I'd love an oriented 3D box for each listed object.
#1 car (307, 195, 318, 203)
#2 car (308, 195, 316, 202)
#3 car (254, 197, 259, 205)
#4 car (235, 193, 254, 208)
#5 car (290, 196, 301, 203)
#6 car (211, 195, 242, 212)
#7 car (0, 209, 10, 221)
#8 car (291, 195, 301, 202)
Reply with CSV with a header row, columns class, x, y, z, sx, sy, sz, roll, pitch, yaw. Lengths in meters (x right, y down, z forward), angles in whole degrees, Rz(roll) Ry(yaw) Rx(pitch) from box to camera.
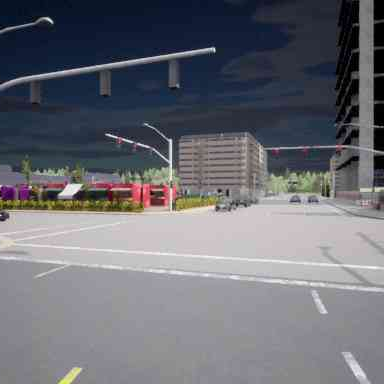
class,x,y,z,sx,sy,sz,roll,pitch,yaw
car,24.729,1.541,67.801,2.033,1.411,5.357,0,0,19
car,28.018,1.524,77.657,1.812,1.442,4.674,0,0,19
car,10.700,1.564,59.264,1.994,1.385,4.181,0,0,19
car,7.342,1.223,49.352,2.150,2.045,5.566,0,0,19
car,21.519,1.555,69.236,1.994,1.385,4.181,0,0,19
car,4.116,1.491,39.756,2.128,1.511,4.902,0,0,19
car,-16.477,1.619,26.074,4.181,1.385,1.994,0,0,19
car,24.596,1.540,78.461,2.033,1.411,5.357,0,0,19
